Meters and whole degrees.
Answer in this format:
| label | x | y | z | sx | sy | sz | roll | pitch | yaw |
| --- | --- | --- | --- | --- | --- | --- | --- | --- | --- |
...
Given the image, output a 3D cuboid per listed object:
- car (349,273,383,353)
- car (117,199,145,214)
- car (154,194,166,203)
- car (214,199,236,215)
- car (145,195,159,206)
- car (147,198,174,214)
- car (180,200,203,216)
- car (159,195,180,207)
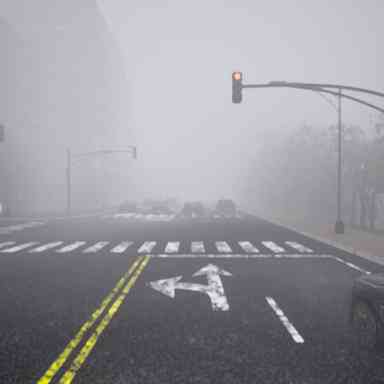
| label | x | y | z | sx | sy | sz | roll | pitch | yaw |
| --- | --- | --- | --- | --- | --- | --- | --- | --- | --- |
| car | 3.349 | 1.489 | 3.250 | 2.128 | 1.511 | 4.902 | 0 | 0 | 0 |
| car | -6.643 | 1.551 | 35.766 | 1.994 | 1.385 | 4.181 | 0 | 0 | 2 |
| car | -6.509 | 1.344 | 67.834 | 2.097 | 1.767 | 4.553 | 0 | 0 | 0 |
| car | 3.350 | 1.465 | 34.432 | 1.882 | 1.535 | 5.008 | 0 | 0 | 0 |
| car | -6.591 | 1.552 | 51.631 | 1.994 | 1.385 | 4.181 | 0 | 0 | 0 |
| car | -3.349 | 1.588 | 35.729 | 1.895 | 1.301 | 4.718 | 0 | 0 | 0 |
| car | 0.096 | 1.588 | 32.250 | 1.895 | 1.301 | 4.718 | 0 | 0 | 0 |
| car | -3.342 | 1.479 | 50.437 | 2.128 | 1.511 | 4.902 | 0 | 0 | 0 |
